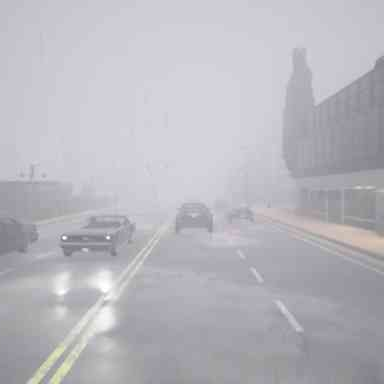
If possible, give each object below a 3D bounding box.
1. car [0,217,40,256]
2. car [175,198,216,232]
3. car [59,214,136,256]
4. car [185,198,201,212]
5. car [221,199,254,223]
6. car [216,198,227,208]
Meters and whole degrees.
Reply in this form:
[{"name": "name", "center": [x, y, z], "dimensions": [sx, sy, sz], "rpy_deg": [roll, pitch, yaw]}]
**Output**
[{"name": "car", "center": [-7.001, 1.538, 10.975], "dimensions": [2.033, 1.411, 5.357], "rpy_deg": [0, 0, 0]}, {"name": "car", "center": [0.113, 1.337, 20.189], "dimensions": [2.097, 1.767, 4.553], "rpy_deg": [0, 0, 0]}, {"name": "car", "center": [-3.491, 1.590, 13.134], "dimensions": [1.895, 1.301, 4.718], "rpy_deg": [0, 0, 0]}, {"name": "car", "center": [0.123, 1.475, 39.263], "dimensions": [1.837, 1.490, 4.892], "rpy_deg": [0, 0, 0]}, {"name": "car", "center": [3.568, 1.507, 25.557], "dimensions": [1.812, 1.442, 4.674], "rpy_deg": [0, 0, 0]}, {"name": "car", "center": [3.610, 1.461, 41.634], "dimensions": [2.128, 1.511, 4.902], "rpy_deg": [0, 0, 0]}]
